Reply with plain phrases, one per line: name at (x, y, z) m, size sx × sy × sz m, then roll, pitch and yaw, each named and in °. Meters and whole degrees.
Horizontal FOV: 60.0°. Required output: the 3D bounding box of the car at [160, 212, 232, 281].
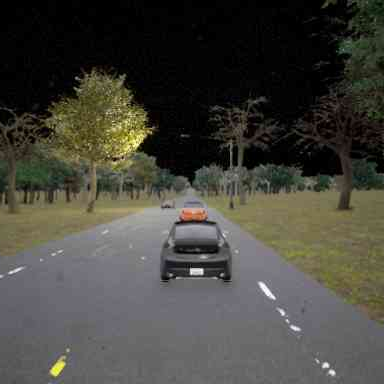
car at (0.105, 1.606, 10.179) m, size 1.837 × 1.490 × 4.892 m, roll 0°, pitch 0°, yaw 0°

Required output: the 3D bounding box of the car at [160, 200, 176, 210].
car at (-3.510, 1.904, 49.521) m, size 1.994 × 1.385 × 4.181 m, roll 0°, pitch 0°, yaw 0°

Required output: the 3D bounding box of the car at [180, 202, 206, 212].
car at (0.111, 1.590, 27.177) m, size 2.097 × 1.767 × 4.553 m, roll 0°, pitch -1°, yaw 0°
